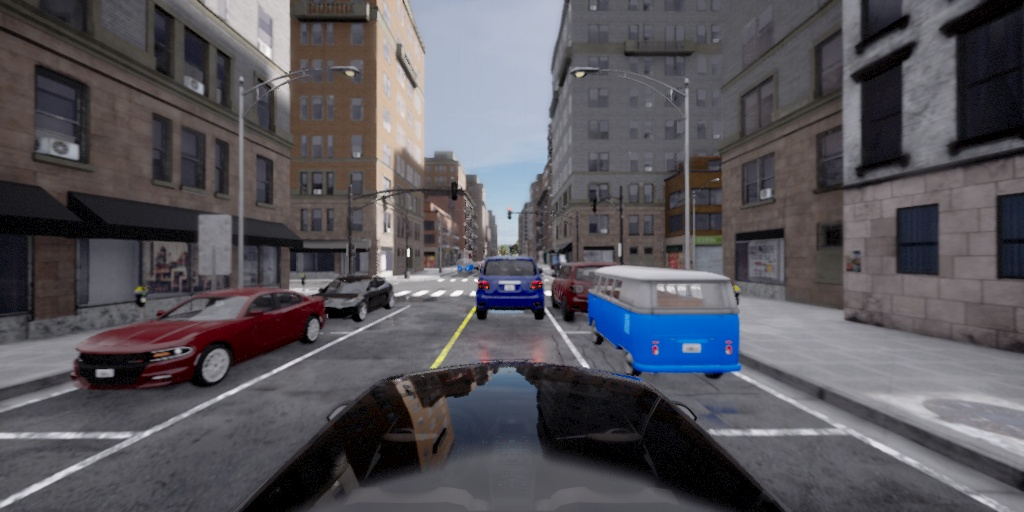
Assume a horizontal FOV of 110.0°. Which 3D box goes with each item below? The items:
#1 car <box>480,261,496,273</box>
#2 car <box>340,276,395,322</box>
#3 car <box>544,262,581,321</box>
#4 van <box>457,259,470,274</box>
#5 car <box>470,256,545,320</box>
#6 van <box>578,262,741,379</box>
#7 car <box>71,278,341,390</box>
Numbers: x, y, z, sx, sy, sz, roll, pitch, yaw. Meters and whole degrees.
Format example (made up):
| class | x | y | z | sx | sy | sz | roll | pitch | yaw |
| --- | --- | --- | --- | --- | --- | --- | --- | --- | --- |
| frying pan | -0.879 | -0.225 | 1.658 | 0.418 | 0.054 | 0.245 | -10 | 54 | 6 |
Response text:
| class | x | y | z | sx | sy | sz | roll | pitch | yaw |
| --- | --- | --- | --- | --- | --- | --- | --- | --- | --- |
| car | -3.199 | 1.473 | 49.125 | 1.837 | 1.490 | 4.892 | 0 | 0 | 0 |
| car | -5.465 | 1.369 | 12.514 | 1.948 | 1.339 | 4.313 | 0 | 0 | 0 |
| car | 2.560 | 1.114 | 12.579 | 2.192 | 1.841 | 5.009 | 0 | 0 | 0 |
| van | -5.741 | 1.290 | 44.476 | 1.690 | 1.789 | 3.998 | 0 | 0 | 0 |
| car | -0.022 | 1.025 | 13.073 | 2.150 | 2.045 | 5.566 | 0 | 0 | 1 |
| van | 2.605 | 1.115 | 7.067 | 1.690 | 1.789 | 3.998 | 0 | 0 | 0 |
| car | -5.420 | 1.322 | 7.003 | 1.888 | 1.381 | 4.507 | 0 | 0 | 0 |
